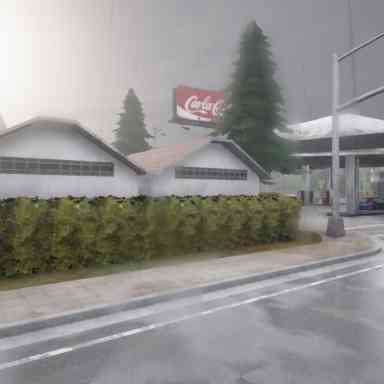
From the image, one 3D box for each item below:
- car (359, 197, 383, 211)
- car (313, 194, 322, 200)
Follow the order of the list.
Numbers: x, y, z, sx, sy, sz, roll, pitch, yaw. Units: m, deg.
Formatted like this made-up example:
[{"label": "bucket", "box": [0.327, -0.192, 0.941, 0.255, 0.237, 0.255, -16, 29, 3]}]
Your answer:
[{"label": "car", "box": [21.881, 1.480, 40.020, 4.611, 1.667, 2.242, 0, 0, -36]}, {"label": "car", "box": [32.997, 1.330, 89.503, 2.152, 1.636, 5.027, 0, 0, -36]}]
